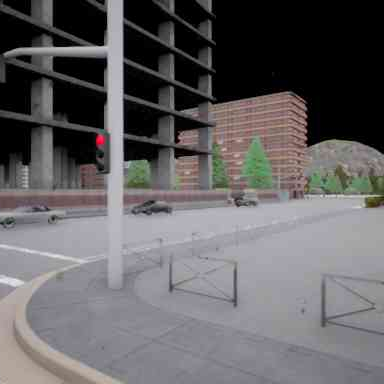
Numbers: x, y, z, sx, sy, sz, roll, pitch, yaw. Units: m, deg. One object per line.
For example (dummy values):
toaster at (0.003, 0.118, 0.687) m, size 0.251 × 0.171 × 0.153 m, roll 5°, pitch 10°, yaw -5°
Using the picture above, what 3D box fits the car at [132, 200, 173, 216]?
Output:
car at (-3.718, 1.482, 32.075) m, size 1.812 × 1.442 × 4.674 m, roll 0°, pitch 0°, yaw 35°

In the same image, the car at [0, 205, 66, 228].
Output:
car at (-10.907, 1.557, 21.947) m, size 1.895 × 1.301 × 4.718 m, roll 0°, pitch 0°, yaw 35°

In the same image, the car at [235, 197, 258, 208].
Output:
car at (8.017, 1.463, 48.548) m, size 1.837 × 1.490 × 4.892 m, roll 0°, pitch -1°, yaw 36°
